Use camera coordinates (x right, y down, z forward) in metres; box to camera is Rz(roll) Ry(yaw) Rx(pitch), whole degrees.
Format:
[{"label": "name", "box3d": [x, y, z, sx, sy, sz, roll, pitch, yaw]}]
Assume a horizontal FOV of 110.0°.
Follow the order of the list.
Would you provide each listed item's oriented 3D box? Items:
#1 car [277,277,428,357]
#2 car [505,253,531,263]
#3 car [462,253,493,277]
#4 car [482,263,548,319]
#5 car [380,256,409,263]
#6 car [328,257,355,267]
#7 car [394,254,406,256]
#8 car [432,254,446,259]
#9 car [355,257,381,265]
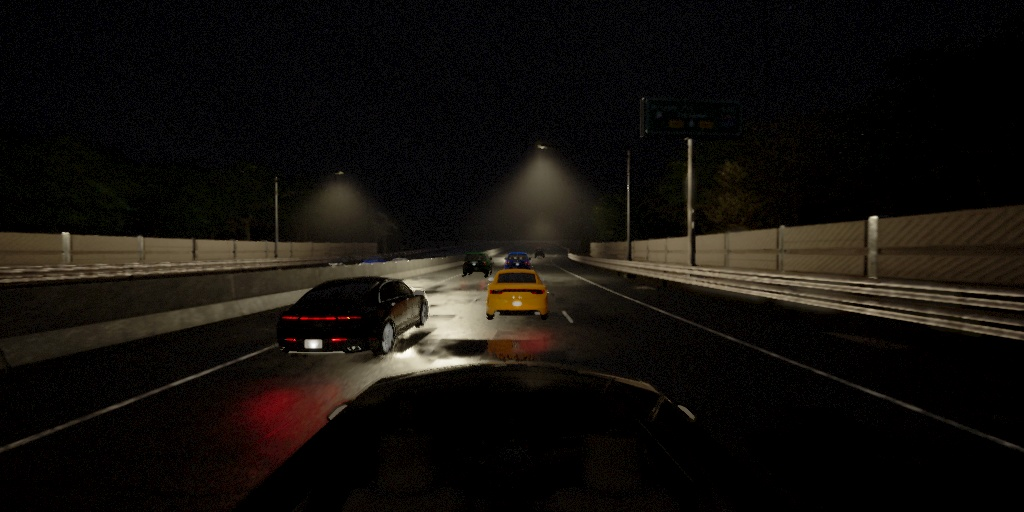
[{"label": "car", "box3d": [-3.363, 1.240, 8.516, 1.837, 1.490, 4.892, 0, 0, 0]}, {"label": "car", "box3d": [0.520, 0.725, 31.782, 2.150, 2.045, 5.566, 0, 1, 2]}, {"label": "car", "box3d": [-2.985, 0.726, 31.657, 2.150, 2.045, 5.566, 0, 1, 1]}, {"label": "car", "box3d": [0.172, 1.191, 12.668, 1.882, 1.535, 5.008, 0, 0, 1]}, {"label": "car", "box3d": [-13.356, 0.950, 42.252, 1.895, 1.301, 4.718, 0, 1, 2]}, {"label": "car", "box3d": [-20.306, 0.854, 43.451, 1.812, 1.442, 4.674, 0, 1, 2]}, {"label": "car", "box3d": [-19.457, 0.380, 61.447, 1.837, 1.490, 4.892, 0, 2, 3]}, {"label": "car", "box3d": [-12.443, 0.426, 61.601, 1.994, 1.385, 4.181, 0, 2, 3]}, {"label": "car", "box3d": [-16.803, 0.849, 43.654, 1.812, 1.442, 4.674, 0, 1, 2]}]
